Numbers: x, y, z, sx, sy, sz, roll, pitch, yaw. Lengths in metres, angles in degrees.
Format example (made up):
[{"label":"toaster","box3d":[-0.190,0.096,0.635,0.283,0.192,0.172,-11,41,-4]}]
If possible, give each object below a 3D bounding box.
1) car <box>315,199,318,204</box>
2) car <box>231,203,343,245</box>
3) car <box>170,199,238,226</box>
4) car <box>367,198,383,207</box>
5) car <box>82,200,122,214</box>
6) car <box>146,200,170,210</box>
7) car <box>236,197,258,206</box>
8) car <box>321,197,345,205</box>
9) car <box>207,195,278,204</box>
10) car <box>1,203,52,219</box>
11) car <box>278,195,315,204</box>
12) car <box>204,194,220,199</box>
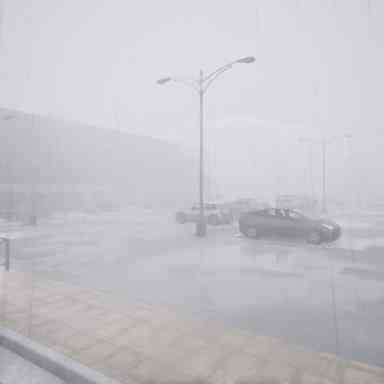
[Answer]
[{"label":"car","box3d":[12.932,1.287,40.903,4.605,1.855,1.932,0,0,35]},{"label":"car","box3d":[4.416,1.489,15.355,4.514,1.523,2.007,0,0,35]},{"label":"car","box3d":[0.772,1.422,22.414,3.806,1.475,1.970,0,0,35]},{"label":"car","box3d":[28.108,1.575,49.287,3.806,1.475,1.970,0,0,35]},{"label":"car","box3d":[-10.253,1.677,38.155,1.837,1.490,4.892,0,0,35]},{"label":"car","box3d":[-4.471,1.736,46.306,1.994,1.385,4.181,0,0,36]},{"label":"car","box3d":[10.071,1.664,60.511,2.128,1.511,4.902,0,0,35]},{"label":"car","box3d":[23.766,1.564,56.003,3.633,1.501,1.845,0,0,35]},{"label":"car","box3d":[4.211,1.344,27.842,5.027,1.636,2.152,0,0,35]},{"label":"car","box3d":[-15.331,1.736,30.971,1.994,1.385,4.181,0,0,35]},{"label":"car","box3d":[11.592,1.267,38.292,3.866,1.878,1.905,0,0,35]},{"label":"car","box3d":[3.938,1.394,51.810,2.150,2.045,5.566,0,0,35]}]
